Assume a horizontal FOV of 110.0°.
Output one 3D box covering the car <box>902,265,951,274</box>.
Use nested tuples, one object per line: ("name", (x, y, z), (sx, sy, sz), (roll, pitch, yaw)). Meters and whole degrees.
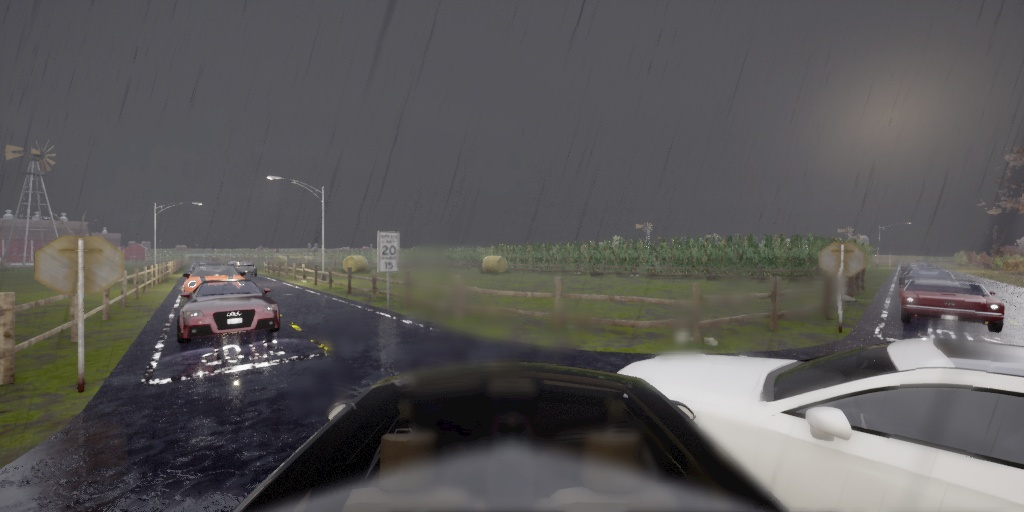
("car", (20.710, 1.350, 17.791), (5.357, 1.411, 2.033), (0, 1, -42))

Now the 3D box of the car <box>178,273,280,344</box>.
("car", (-7.878, 1.351, 9.941), (1.994, 1.385, 4.181), (0, 0, -42))

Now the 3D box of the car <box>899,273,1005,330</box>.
("car", (13.590, 1.390, 11.275), (4.718, 1.301, 1.895), (0, 1, -43))

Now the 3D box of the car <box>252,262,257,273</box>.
("car", (-26.750, 1.267, 35.778), (2.128, 1.511, 4.902), (0, 0, -41))

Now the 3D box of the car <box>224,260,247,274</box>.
("car", (-33.422, 1.284, 43.280), (1.837, 1.490, 4.892), (0, 0, -41))

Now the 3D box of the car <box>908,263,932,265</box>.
("car", (27.506, 1.383, 24.002), (4.181, 1.385, 1.994), (0, 1, -42))

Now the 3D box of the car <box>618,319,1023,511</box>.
("car", (2.851, 1.293, 2.283), (1.812, 1.442, 4.674), (0, 1, -44))

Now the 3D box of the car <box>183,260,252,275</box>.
("car", (-13.611, 1.133, 16.462), (2.097, 1.767, 4.553), (0, 0, -41))
